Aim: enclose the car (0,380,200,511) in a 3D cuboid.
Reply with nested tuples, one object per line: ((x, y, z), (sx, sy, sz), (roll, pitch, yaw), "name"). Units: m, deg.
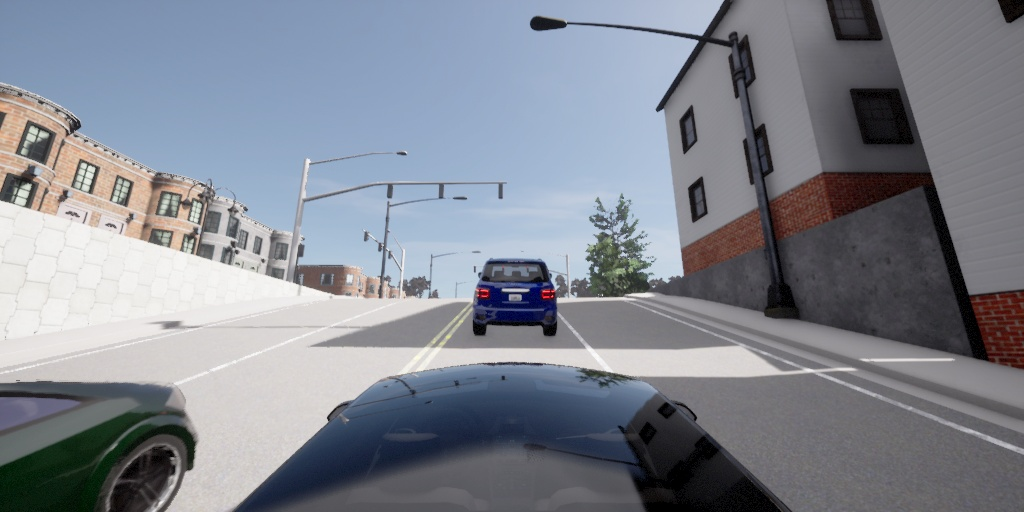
((-3.598, 1.316, 1.220), (1.994, 1.385, 4.181), (0, 0, 0), "car")

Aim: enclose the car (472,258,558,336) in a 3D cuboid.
((0.089, 1.094, 11.008), (2.150, 2.045, 5.566), (1, -1, 0), "car")
